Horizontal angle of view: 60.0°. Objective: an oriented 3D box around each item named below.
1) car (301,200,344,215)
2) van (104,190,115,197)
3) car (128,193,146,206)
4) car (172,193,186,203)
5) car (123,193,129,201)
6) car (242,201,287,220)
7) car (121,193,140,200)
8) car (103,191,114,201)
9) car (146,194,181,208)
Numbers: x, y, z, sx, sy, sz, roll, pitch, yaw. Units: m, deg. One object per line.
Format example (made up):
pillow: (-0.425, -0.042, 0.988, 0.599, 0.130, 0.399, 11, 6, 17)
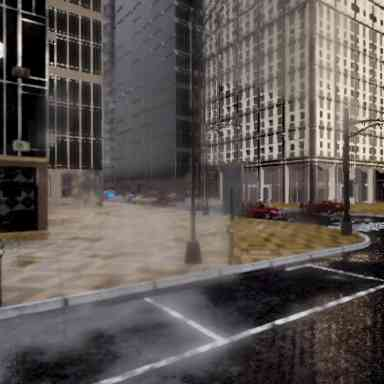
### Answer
car: (12.059, 1.353, 30.482, 1.802, 1.307, 4.206, 1, 0, -32)
van: (-18.981, 0.493, 75.938, 1.690, 1.788, 3.998, 1, 0, -37)
car: (-6.376, 1.078, 44.281, 1.752, 1.417, 4.829, 1, 0, -33)
car: (-2.788, 0.903, 53.613, 1.967, 1.590, 4.097, 1, 0, -35)
car: (-8.634, 1.002, 52.378, 2.033, 1.411, 5.357, 0, 1, -34)
car: (5.430, 1.383, 25.804, 1.802, 1.307, 4.206, 1, 0, -32)
car: (-12.404, 0.842, 67.080, 1.947, 1.339, 4.313, 1, 0, -36)
car: (-15.893, 0.905, 58.181, 1.887, 1.381, 4.507, 1, 0, -35)
car: (-3.436, 1.195, 39.778, 1.802, 1.307, 4.206, 1, 0, -33)
